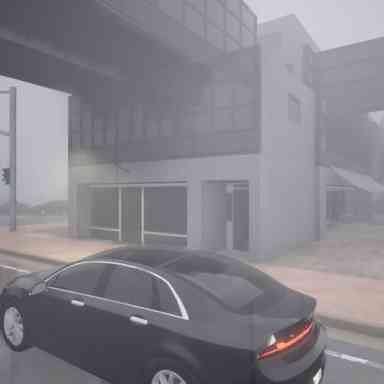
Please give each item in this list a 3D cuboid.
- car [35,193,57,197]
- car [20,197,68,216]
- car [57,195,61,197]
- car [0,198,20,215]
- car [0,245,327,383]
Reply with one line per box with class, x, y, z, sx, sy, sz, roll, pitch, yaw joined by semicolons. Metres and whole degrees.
car;-31.200;1.153;69.870;4.605;1.855;1.932;0;0;35
car;-13.966;1.505;33.197;1.837;1.490;4.892;0;0;36
car;-29.471;1.364;72.196;3.905;1.438;1.784;0;0;35
car;-18.344;1.564;33.145;1.994;1.385;4.181;0;0;36
car;-0.788;1.505;4.555;4.892;1.490;1.837;0;0;36
